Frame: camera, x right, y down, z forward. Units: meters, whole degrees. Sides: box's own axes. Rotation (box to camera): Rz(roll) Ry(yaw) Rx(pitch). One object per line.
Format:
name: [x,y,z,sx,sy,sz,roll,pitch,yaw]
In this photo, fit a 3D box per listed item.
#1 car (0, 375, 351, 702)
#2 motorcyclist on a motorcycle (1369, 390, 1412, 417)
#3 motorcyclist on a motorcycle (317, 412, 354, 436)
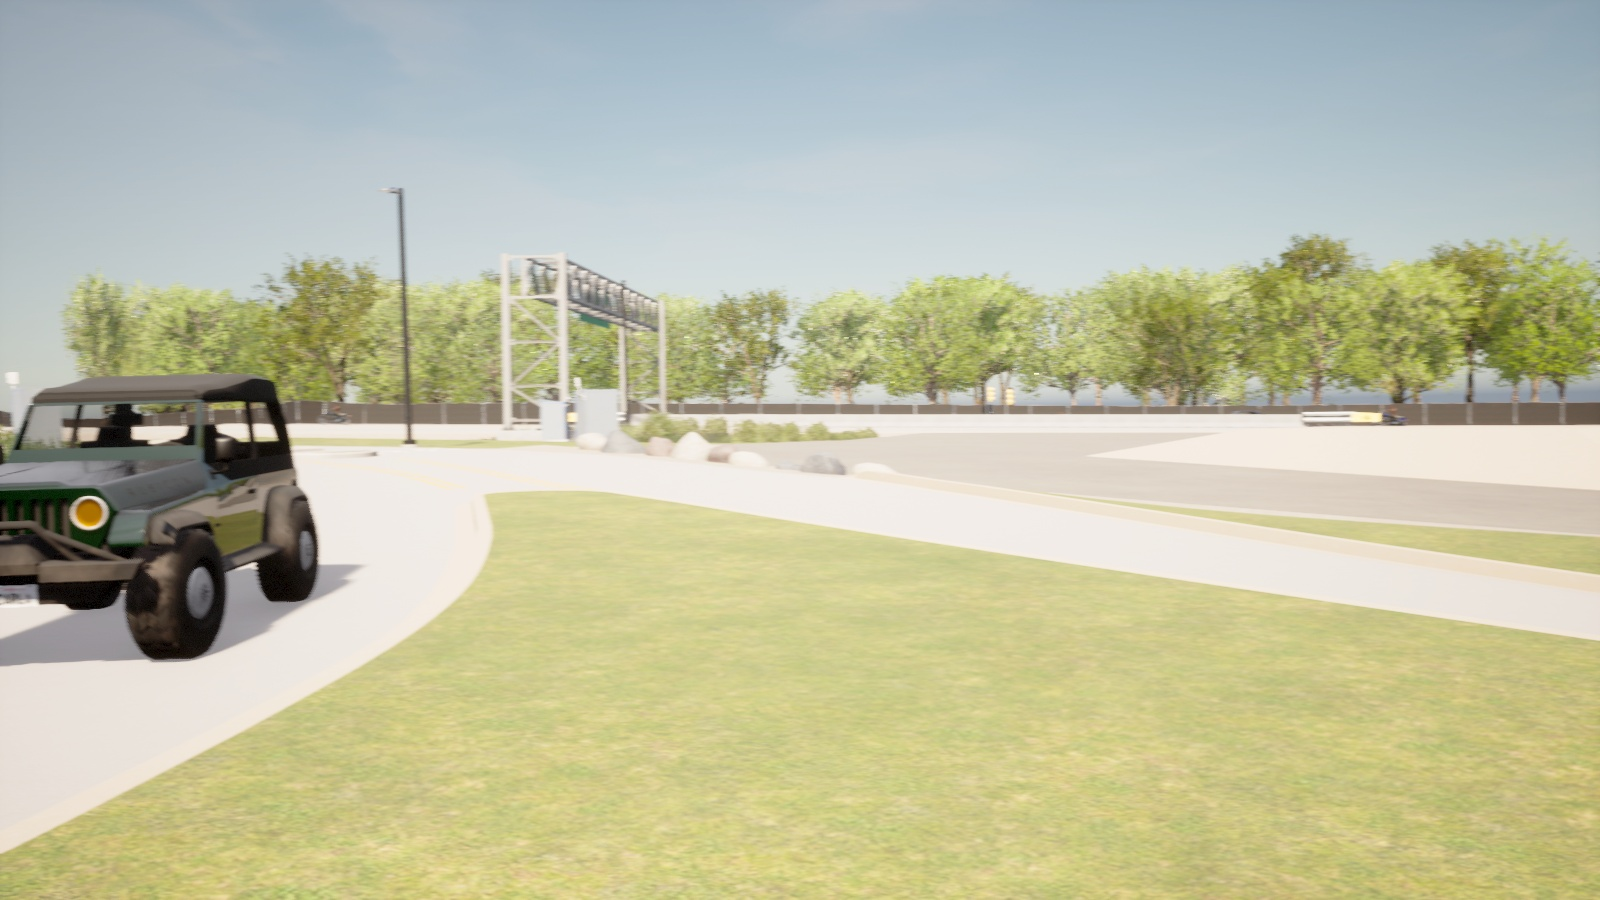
car: [-4.860,0.470,9.275,1.905,1.878,3.866,-3,2,-5]
motorcyclist on a motorcycle: [38.665,-3.043,82.234,2.350,1.649,0.766,2,2,5]
motorcyclist on a motorcycle: [-33.779,-1.895,91.371,2.350,1.649,0.766,-1,2,-5]
